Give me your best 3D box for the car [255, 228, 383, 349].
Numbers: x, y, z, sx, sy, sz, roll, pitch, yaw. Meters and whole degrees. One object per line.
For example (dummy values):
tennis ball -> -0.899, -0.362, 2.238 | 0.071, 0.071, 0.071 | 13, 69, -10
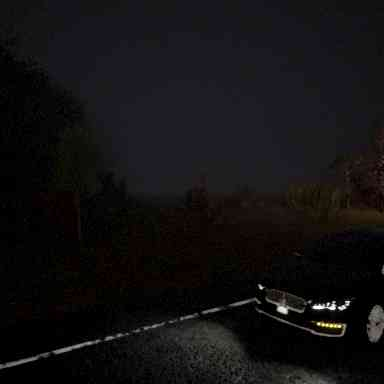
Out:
car -> 3.323, 1.504, 6.364 | 4.892, 1.490, 1.837 | 0, 0, -36
